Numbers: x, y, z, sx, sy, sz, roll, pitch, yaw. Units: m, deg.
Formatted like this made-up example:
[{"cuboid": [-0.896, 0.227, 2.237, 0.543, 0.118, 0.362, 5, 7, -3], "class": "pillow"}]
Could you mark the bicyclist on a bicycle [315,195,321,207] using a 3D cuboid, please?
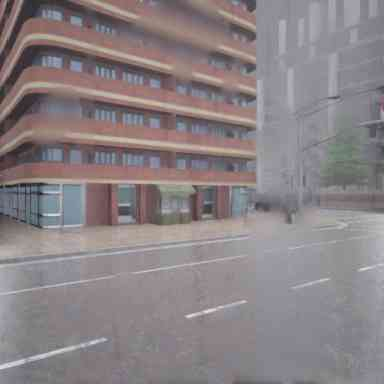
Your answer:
[{"cuboid": [17.810, 1.301, 46.968, 1.656, 1.620, 0.582, 0, 0, -36], "class": "bicyclist on a bicycle"}]

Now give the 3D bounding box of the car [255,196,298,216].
[{"cuboid": [8.533, 1.491, 33.449, 2.128, 1.511, 4.902, 0, 0, -36], "class": "car"}]

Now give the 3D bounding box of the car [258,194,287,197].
[{"cuboid": [9.705, 1.220, 37.762, 2.150, 2.045, 5.566, 0, 0, -36], "class": "car"}]
